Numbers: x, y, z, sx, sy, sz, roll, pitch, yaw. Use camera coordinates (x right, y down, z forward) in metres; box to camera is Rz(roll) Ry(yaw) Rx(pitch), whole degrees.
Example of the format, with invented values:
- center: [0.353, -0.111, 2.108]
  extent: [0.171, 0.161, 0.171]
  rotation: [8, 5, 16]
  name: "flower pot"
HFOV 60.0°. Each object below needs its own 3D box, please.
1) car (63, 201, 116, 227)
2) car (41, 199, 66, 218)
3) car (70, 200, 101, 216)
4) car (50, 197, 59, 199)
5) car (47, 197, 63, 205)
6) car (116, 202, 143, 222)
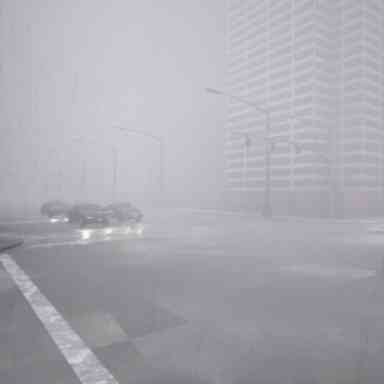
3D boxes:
- center: [-7.489, 1.595, 23.876]
  extent: [1.837, 1.490, 4.892]
  rotation: [1, 0, -35]
  name: "car"
- center: [-13.061, 1.638, 31.776]
  extent: [2.033, 1.411, 5.357]
  rotation: [1, 0, -35]
  name: "car"
- center: [-11.481, 1.658, 35.620]
  extent: [1.812, 1.442, 4.674]
  rotation: [1, 0, -35]
  name: "car"
- center: [-17.297, 1.734, 43.879]
  extent: [1.895, 1.301, 4.718]
  rotation: [1, 0, -35]
  name: "car"
- center: [-25.675, 1.704, 62.149]
  extent: [1.812, 1.442, 4.674]
  rotation: [1, 0, -35]
  name: "car"
- center: [-5.774, 1.623, 27.516]
  extent: [2.128, 1.511, 4.902]
  rotation: [1, 0, -35]
  name: "car"
